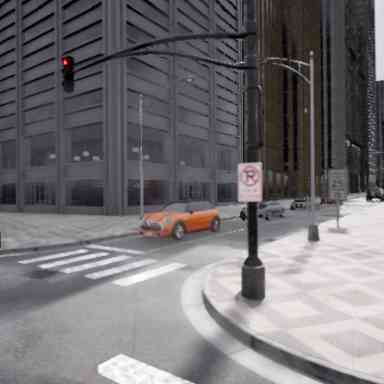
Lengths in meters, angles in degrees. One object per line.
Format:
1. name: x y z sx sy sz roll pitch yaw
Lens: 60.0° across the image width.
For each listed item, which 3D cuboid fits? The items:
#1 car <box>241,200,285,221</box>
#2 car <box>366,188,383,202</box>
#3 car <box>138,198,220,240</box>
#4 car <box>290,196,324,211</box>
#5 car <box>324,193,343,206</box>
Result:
1. car: 5.233 1.269 24.371 1.994 1.385 4.181 -1 1 36
2. car: 27.662 0.361 50.095 2.150 2.045 5.566 -1 0 35
3. car: -0.540 1.223 16.411 2.097 1.767 4.553 -1 1 37
4. car: 11.038 1.107 32.449 1.994 1.385 4.181 -1 1 35
5. car: 17.157 0.855 40.884 1.882 1.535 5.008 -1 0 36
